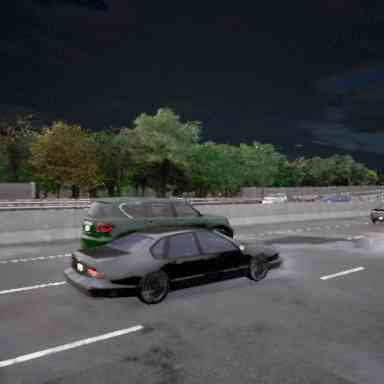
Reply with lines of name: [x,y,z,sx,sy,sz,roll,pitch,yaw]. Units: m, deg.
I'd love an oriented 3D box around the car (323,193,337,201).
car: [33.494,1.212,80.616,2.097,1.767,4.553,1,1,39]

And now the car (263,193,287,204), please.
car: [13.938,1.276,55.622,2.150,2.045,5.566,1,1,39]

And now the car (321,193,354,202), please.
car: [21.926,1.404,50.607,5.566,2.045,2.150,1,0,-36]

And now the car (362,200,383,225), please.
car: [14.192,1.516,22.975,4.902,1.511,2.128,0,0,-36]

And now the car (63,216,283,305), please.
car: [-0.179,1.533,8.043,5.357,1.411,2.033,0,0,-36]

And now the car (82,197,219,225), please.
car: [-1.036,1.199,11.758,5.566,2.045,2.150,0,0,-36]

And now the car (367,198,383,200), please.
car: [26.158,1.732,45.038,4.674,1.442,1.812,1,-1,-36]

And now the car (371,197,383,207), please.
car: [34.406,1.796,59.726,4.553,1.767,2.097,1,-1,-36]

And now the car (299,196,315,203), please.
car: [23.641,1.492,68.191,1.882,1.535,5.008,1,1,37]

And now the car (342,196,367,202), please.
car: [24.349,1.692,48.050,4.902,1.511,2.128,1,0,-36]
